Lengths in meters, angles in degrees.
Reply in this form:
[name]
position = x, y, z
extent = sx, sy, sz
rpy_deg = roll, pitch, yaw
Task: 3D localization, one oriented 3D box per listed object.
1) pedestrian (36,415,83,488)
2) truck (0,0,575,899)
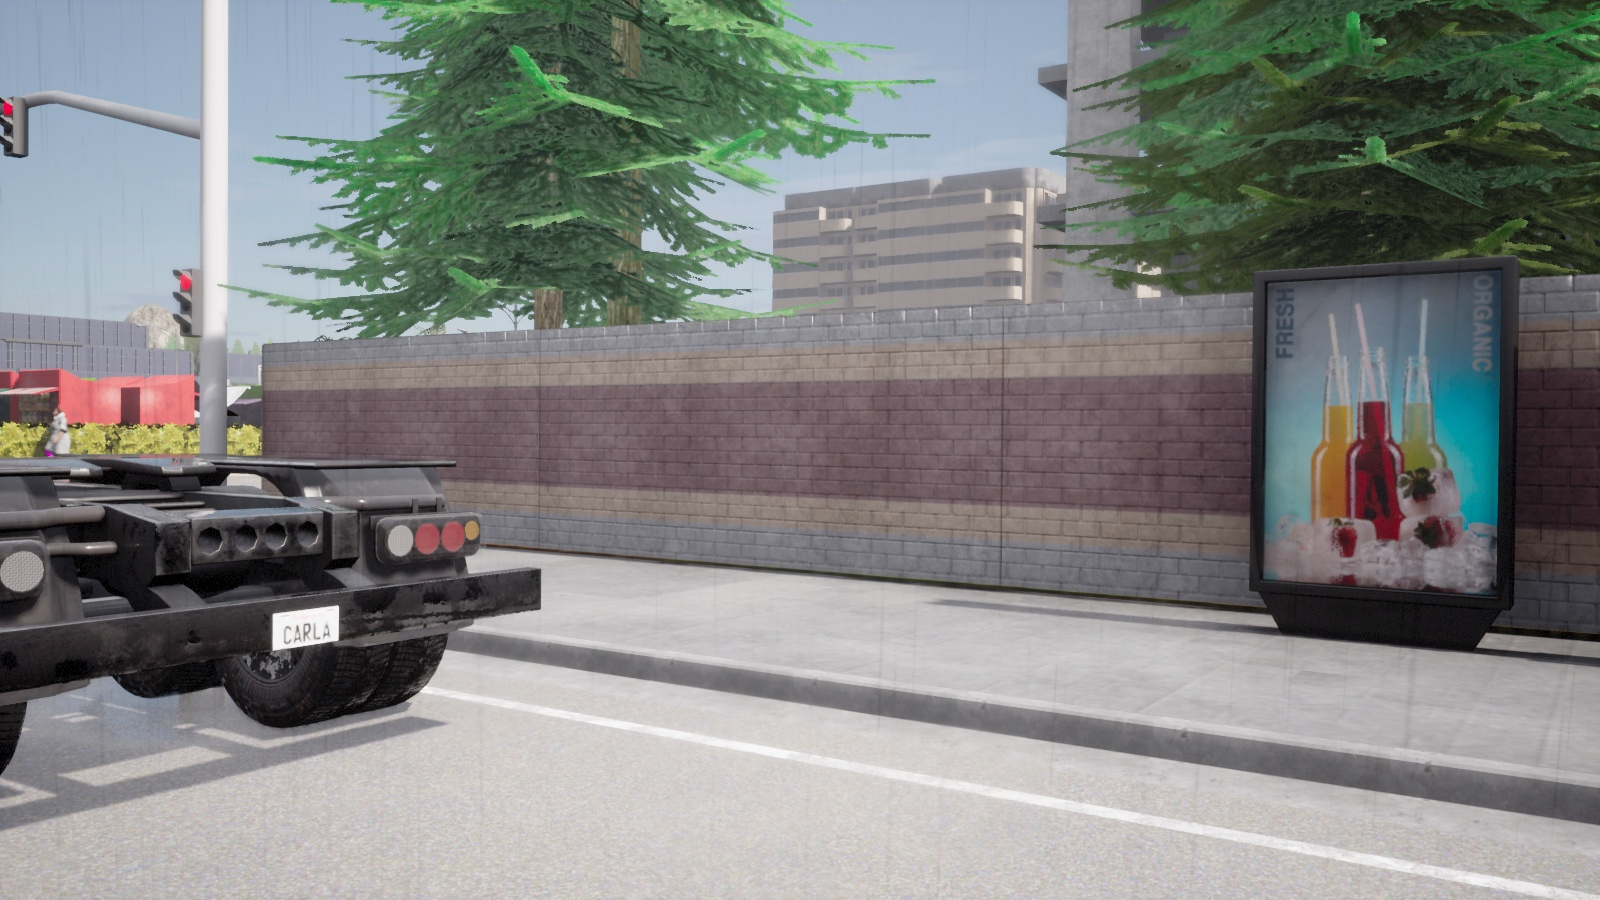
[pedestrian]
position = -20.118, 0.046, 34.129
extent = 0.659, 1.952, 0.873
rpy_deg = 0, 1, 33
[truck]
position = -5.216, -0.300, 7.067
extent = 7.936, 3.462, 2.891
rpy_deg = 0, 1, 34
